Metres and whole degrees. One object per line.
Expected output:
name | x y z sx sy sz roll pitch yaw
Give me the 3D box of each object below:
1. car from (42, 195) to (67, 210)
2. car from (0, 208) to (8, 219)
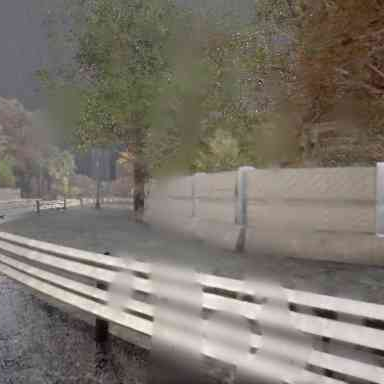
car | -19.129 1.396 46.458 2.150 2.045 5.566 1 -1 -6
car | -16.702 1.583 26.963 2.033 1.411 5.357 1 0 -12
